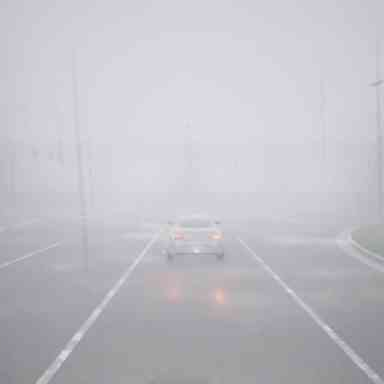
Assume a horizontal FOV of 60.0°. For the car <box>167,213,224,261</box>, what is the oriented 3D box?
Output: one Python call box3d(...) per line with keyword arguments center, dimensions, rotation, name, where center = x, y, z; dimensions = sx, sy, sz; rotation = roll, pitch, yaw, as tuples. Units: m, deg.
box3d(center=(0.075, 1.483, 12.057), dimensions=(1.812, 1.442, 4.674), rotation=(0, 0, -1), name="car")
